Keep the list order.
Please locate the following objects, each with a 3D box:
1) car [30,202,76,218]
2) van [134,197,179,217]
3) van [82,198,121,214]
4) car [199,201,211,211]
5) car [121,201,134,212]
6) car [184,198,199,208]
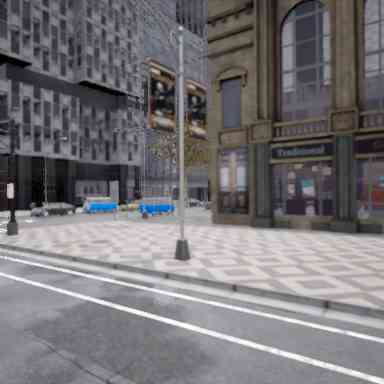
[{"bbox_3d":[-13.600,1.732,32.787,2.008,1.369,4.403,0,0,36],"label":"car"},{"bbox_3d":[-3.400,1.438,32.363,1.690,1.788,3.998,0,0,36],"label":"van"},{"bbox_3d":[-10.316,1.510,37.346,1.690,1.788,3.998,0,0,36],"label":"van"},{"bbox_3d":[3.172,1.657,41.479,1.802,1.307,4.206,0,0,36],"label":"car"},{"bbox_3d":[-7.130,1.684,41.765,1.752,1.417,4.829,0,0,36],"label":"car"},{"bbox_3d":[-0.460,1.687,51.019,2.008,1.369,4.403,0,0,36],"label":"car"}]
